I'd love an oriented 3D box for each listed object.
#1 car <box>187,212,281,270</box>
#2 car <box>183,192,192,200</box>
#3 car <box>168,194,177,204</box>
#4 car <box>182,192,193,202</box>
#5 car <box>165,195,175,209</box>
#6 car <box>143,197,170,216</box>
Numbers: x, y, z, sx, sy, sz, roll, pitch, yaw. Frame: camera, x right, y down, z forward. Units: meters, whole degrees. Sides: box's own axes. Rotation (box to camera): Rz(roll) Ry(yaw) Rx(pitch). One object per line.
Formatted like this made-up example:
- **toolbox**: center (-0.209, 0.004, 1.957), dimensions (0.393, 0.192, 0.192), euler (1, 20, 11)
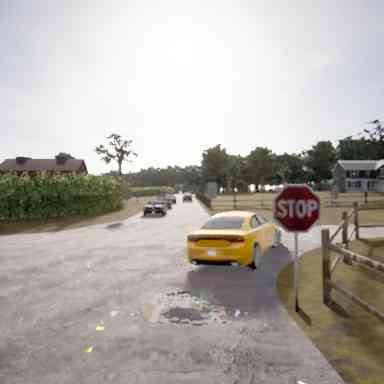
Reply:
- **car**: center (1.549, 1.379, 11.016), dimensions (1.882, 1.535, 5.008), euler (-3, 1, 25)
- **car**: center (-0.961, 0.830, 72.596), dimensions (1.882, 1.535, 5.008), euler (0, 0, -1)
- **car**: center (-3.542, 1.119, 54.378), dimensions (1.882, 1.535, 5.008), euler (0, 0, 0)
- **car**: center (-0.831, 1.093, 62.168), dimensions (1.837, 1.490, 4.892), euler (0, 0, -1)
- **car**: center (-3.396, 1.337, 40.239), dimensions (1.895, 1.301, 4.718), euler (0, 0, -1)
- **car**: center (-3.280, 1.406, 30.253), dimensions (1.895, 1.301, 4.718), euler (0, 0, -1)
